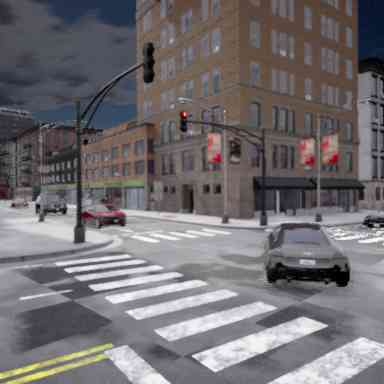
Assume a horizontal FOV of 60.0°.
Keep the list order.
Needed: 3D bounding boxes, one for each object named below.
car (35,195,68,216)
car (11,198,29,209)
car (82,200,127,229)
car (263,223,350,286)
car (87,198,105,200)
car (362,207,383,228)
[{"bbox_3d":[-14.651,1.322,34.466,2.150,2.045,5.566,-1,1,-36],"label":"car"},{"bbox_3d":[-26.068,1.695,50.367,1.812,1.442,4.674,-1,0,-36],"label":"car"},{"bbox_3d":[-6.134,1.541,22.733,1.882,1.535,5.008,-1,0,-35],"label":"car"},{"bbox_3d":[3.123,1.585,9.642,1.994,1.385,4.181,0,0,13],"label":"car"},{"bbox_3d":[-9.830,1.412,33.259,2.097,1.767,4.553,-1,0,-36],"label":"car"},{"bbox_3d":[12.913,1.543,20.897,5.357,1.411,2.033,0,0,-35],"label":"car"}]
